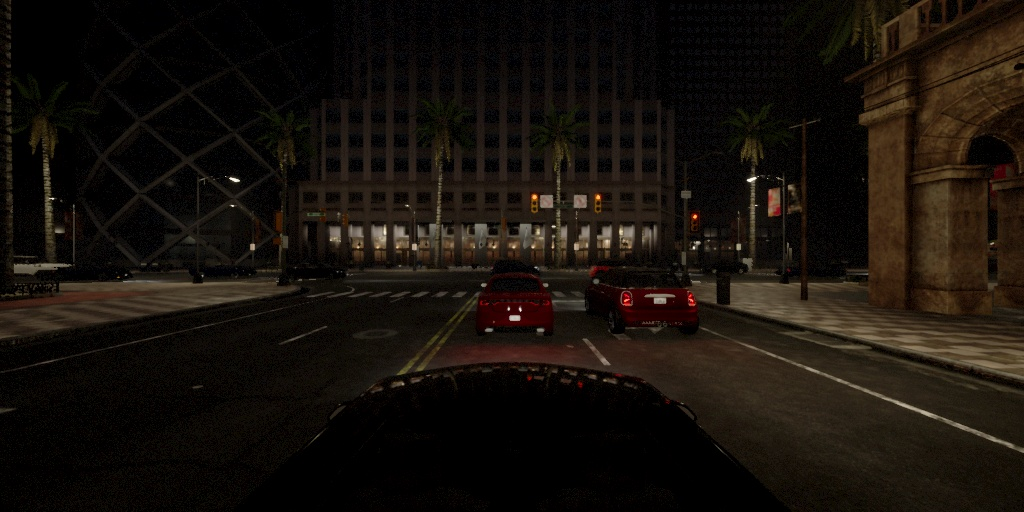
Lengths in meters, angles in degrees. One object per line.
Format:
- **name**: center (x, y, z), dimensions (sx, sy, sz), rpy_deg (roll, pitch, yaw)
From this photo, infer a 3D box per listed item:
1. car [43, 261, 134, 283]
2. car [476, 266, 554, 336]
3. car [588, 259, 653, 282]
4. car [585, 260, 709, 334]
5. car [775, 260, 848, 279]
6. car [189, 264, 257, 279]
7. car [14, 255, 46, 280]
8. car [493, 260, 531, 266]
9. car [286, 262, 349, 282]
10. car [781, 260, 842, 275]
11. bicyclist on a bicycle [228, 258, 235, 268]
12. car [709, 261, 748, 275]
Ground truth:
- **car**: center (-32.350, 1.314, 27.748), dimensions (4.181, 1.385, 1.994), rpy_deg (0, 0, -15)
- **car**: center (0.080, 1.228, 10.433), dimensions (1.882, 1.535, 5.008), rpy_deg (0, 0, 0)
- **car**: center (8.570, 1.102, 28.702), dimensions (4.553, 1.767, 2.097), rpy_deg (0, 0, 0)
- **car**: center (3.582, 1.102, 10.774), dimensions (2.097, 1.767, 4.553), rpy_deg (0, 0, 0)
- **car**: center (26.755, 1.297, 32.148), dimensions (5.357, 1.411, 2.033), rpy_deg (0, 0, 0)
- **car**: center (-25.727, 1.351, 32.062), dimensions (4.718, 1.301, 1.895), rpy_deg (0, 0, -3)
- **car**: center (-39.626, 0.963, 28.979), dimensions (5.566, 2.045, 2.150), rpy_deg (1, -1, -27)
- **car**: center (0.310, 1.102, 32.221), dimensions (4.553, 1.767, 2.097), rpy_deg (0, 0, 0)
- **car**: center (-15.644, 1.243, 28.725), dimensions (4.902, 1.511, 2.128), rpy_deg (0, 0, 0)
- **car**: center (32.777, 1.228, 39.327), dimensions (5.008, 1.535, 1.882), rpy_deg (0, 0, 0)
- **bicyclist on a bicycle**: center (-35.750, 1.050, 45.689), dimensions (0.582, 1.620, 1.656), rpy_deg (0, 0, -12)
- **car**: center (23.170, 1.255, 39.359), dimensions (4.892, 1.490, 1.837), rpy_deg (0, 0, 0)
